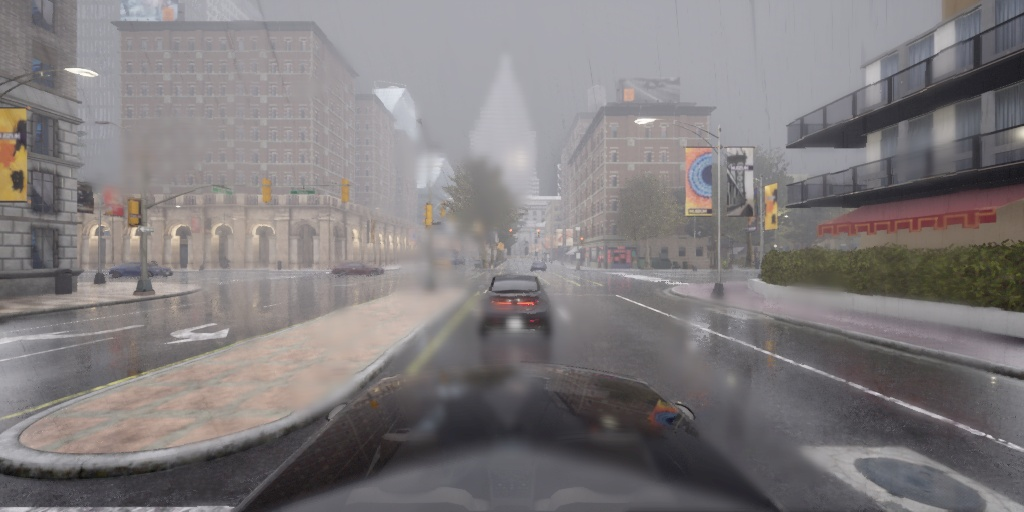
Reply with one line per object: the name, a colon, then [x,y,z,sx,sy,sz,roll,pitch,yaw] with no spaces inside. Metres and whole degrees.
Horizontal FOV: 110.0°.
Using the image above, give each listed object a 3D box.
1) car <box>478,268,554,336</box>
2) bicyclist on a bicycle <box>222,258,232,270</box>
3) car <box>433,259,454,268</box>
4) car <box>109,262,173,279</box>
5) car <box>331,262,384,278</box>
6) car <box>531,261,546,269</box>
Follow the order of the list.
car: [0.101,1.255,10.331,1.837,1.490,4.892,0,0,0]
bicyclist on a bicycle: [-37.170,1.050,46.770,0.582,1.620,1.656,0,0,0]
car: [-11.407,1.228,59.669,1.882,1.535,5.008,0,0,0]
car: [-33.390,1.276,32.313,4.674,1.442,1.812,0,0,0]
car: [-14.719,1.275,34.322,4.674,1.442,1.812,0,0,-15]
car: [3.580,1.314,48.814,1.994,1.385,4.181,0,0,3]
